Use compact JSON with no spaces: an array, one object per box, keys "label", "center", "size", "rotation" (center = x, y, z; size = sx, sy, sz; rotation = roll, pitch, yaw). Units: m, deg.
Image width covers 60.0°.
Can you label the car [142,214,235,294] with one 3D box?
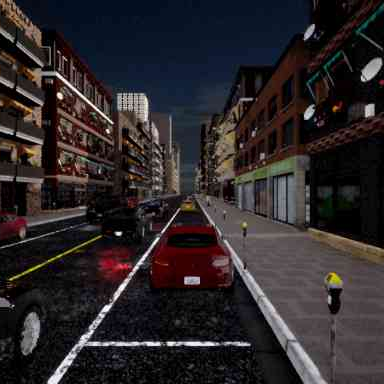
[{"label":"car","center":[0.004,1.526,8.649],"size":[1.812,1.442,4.674],"rotation":[0,0,0]}]

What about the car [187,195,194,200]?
[{"label":"car","center":[-0.452,1.513,93.685],"size":[1.752,1.417,4.829],"rotation":[0,0,0]}]

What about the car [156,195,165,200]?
[{"label":"car","center":[-8.834,1.539,93.519],"size":[2.008,1.369,4.403],"rotation":[0,0,0]}]

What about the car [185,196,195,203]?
[{"label":"car","center":[-0.453,1.545,70.970],"size":[2.008,1.369,4.403],"rotation":[0,0,0]}]

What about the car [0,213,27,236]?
[{"label":"car","center":[-8.835,1.583,14.612],"size":[1.802,1.307,4.206],"rotation":[0,0,0]}]

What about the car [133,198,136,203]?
[{"label":"car","center":[-8.834,1.439,42.793],"size":[1.967,1.590,4.097],"rotation":[0,0,0]}]

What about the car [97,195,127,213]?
[{"label":"car","center":[-8.833,1.314,37.157],"size":[2.192,1.841,5.009],"rotation":[0,0,0]}]

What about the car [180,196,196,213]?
[{"label":"car","center":[-0.454,1.525,37.323],"size":[1.752,1.417,4.829],"rotation":[0,0,0]}]

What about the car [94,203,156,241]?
[{"label":"car","center":[-3.145,1.506,16.668],"size":[1.837,1.490,4.892],"rotation":[0,0,0]}]

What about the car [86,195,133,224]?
[{"label":"car","center":[-6.245,1.222,25.271],"size":[2.150,2.045,5.566],"rotation":[0,0,0]}]

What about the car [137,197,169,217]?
[{"label":"car","center":[-3.058,1.492,28.551],"size":[2.128,1.511,4.902],"rotation":[0,0,0]}]

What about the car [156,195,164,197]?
[{"label":"car","center":[-8.834,1.541,87.882],"size":[2.008,1.369,4.403],"rotation":[0,0,0]}]

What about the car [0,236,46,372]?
[{"label":"car","center":[-3.050,1.506,2.947],"size":[1.837,1.490,4.892],"rotation":[0,0,0]}]
